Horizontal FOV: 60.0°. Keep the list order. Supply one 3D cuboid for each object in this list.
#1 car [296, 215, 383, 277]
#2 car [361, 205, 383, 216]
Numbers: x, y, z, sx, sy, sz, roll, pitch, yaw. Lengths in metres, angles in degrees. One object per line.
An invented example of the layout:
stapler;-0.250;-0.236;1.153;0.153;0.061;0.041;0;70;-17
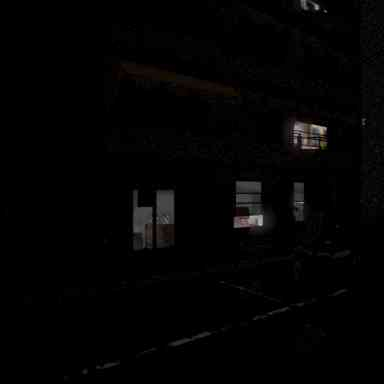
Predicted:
car;5.012;1.582;10.209;4.206;1.307;1.802;0;0;-36
car;16.791;1.888;32.071;1.895;1.301;4.718;0;-1;-36
